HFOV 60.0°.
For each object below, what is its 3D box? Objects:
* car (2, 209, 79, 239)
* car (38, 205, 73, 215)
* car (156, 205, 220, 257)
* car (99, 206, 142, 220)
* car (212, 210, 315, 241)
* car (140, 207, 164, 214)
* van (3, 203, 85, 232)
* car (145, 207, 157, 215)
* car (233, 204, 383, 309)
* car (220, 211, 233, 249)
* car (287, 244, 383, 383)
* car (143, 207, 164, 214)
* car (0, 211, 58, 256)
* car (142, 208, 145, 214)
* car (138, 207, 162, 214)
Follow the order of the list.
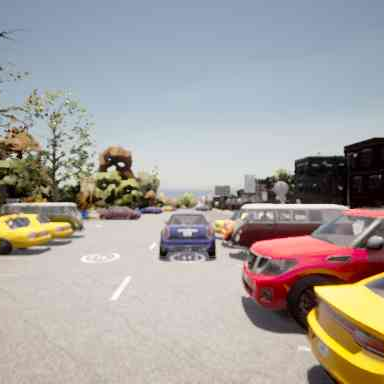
[{"bbox_3d":[-8.735,1.775,16.391,5.366,1.575,1.946,0,-2,-1],"label":"car"},{"bbox_3d":[-22.450,2.980,54.722,4.902,1.511,2.128,1,0,-1],"label":"car"},{"bbox_3d":[-0.178,1.585,14.115,2.097,1.767,4.553,0,-1,-1],"label":"car"},{"bbox_3d":[-8.782,2.653,39.964,4.674,1.452,2.002,0,-3,-1],"label":"car"},{"bbox_3d":[3.878,1.822,18.678,5.366,1.575,1.946,0,-2,-1],"label":"car"},{"bbox_3d":[-8.911,4.094,73.989,5.008,1.535,2.097,0,-2,0],"label":"car"},{"bbox_3d":[-8.465,1.625,19.194,4.442,1.987,1.878,0,-2,-1],"label":"van"},{"bbox_3d":[-8.886,3.849,67.444,4.674,1.452,2.002,0,-2,0],"label":"car"},{"bbox_3d":[3.807,1.310,6.537,5.566,2.045,2.435,0,-1,-1],"label":"car"},{"bbox_3d":[3.694,1.622,15.762,4.553,1.767,2.185,0,-2,-1],"label":"car"},{"bbox_3d":[3.877,1.522,3.617,5.008,1.535,2.097,0,-1,-1],"label":"car"},{"bbox_3d":[-8.910,4.271,77.133,4.674,1.452,2.002,0,-2,0],"label":"car"},{"bbox_3d":[-8.706,1.711,13.731,5.366,1.575,1.946,0,-1,-1],"label":"car"},{"bbox_3d":[-8.863,2.624,43.138,4.553,1.767,2.185,0,-2,0],"label":"car"},{"bbox_3d":[-8.892,3.953,70.718,4.892,1.521,2.231,0,-2,0],"label":"car"}]
